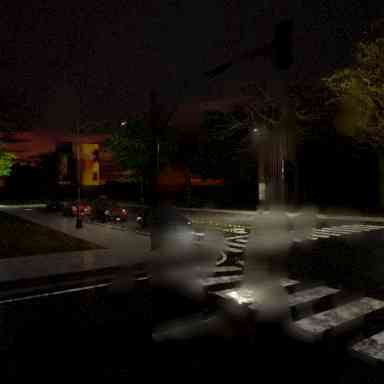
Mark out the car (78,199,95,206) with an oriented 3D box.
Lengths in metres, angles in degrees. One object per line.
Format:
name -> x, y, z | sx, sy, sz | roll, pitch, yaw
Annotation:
car -> -21.161, 2.100, 66.657 | 1.994, 1.385, 4.181 | -1, 0, -35

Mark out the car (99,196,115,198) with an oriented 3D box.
car -> -13.808, 1.782, 50.366 | 2.097, 1.767, 4.553 | -1, 0, -35

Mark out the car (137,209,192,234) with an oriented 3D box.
car -> -2.011, 1.820, 22.034 | 2.033, 1.411, 5.357 | -1, 0, -29

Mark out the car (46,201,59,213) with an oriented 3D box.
car -> -18.866, 2.035, 46.116 | 1.882, 1.535, 5.008 | -1, 0, -35

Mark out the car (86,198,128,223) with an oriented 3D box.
car -> -7.506, 1.717, 29.788 | 2.097, 1.767, 4.553 | -1, 0, -35

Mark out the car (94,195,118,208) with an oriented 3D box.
car -> -15.047, 1.653, 57.910 | 2.150, 2.045, 5.566 | -1, 0, -35

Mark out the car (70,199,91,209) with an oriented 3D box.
car -> -19.666, 2.079, 58.679 | 2.033, 1.411, 5.357 | -1, 0, -35

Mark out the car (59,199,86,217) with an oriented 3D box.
car -> -13.112, 1.812, 37.810 | 2.097, 1.767, 4.553 | -1, 0, -35
